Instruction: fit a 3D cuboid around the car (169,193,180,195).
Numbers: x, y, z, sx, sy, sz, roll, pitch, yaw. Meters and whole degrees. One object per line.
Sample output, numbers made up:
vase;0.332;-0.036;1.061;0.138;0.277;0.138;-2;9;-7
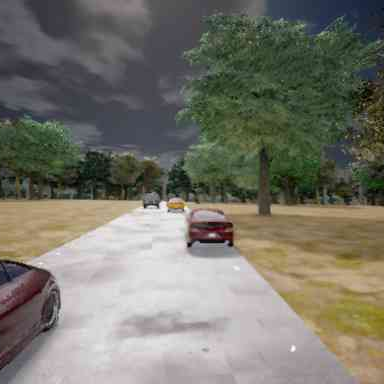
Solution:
car;-2.787;1.235;51.698;2.150;2.045;5.566;0;0;-4

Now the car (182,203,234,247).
car;0.646;1.446;14.871;1.882;1.535;5.008;0;0;-3

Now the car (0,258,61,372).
car;-3.192;1.559;3.998;1.994;1.385;4.181;0;0;-1

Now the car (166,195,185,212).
car;-1.852;1.443;38.528;1.882;1.535;5.008;0;0;-4

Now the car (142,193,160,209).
car;-5.505;1.210;45.328;2.150;2.045;5.566;0;0;-4
